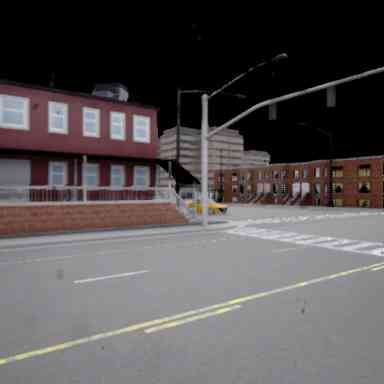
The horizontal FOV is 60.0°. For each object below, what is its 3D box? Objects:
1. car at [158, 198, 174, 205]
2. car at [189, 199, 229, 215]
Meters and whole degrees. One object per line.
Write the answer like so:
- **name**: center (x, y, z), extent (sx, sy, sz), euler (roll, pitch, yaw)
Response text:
- **car**: center (-4.068, 1.545, 42.532), extent (1.812, 1.442, 4.674), euler (0, 0, -36)
- **car**: center (1.675, 1.497, 34.462), extent (1.882, 1.535, 5.008), euler (0, 0, -36)
